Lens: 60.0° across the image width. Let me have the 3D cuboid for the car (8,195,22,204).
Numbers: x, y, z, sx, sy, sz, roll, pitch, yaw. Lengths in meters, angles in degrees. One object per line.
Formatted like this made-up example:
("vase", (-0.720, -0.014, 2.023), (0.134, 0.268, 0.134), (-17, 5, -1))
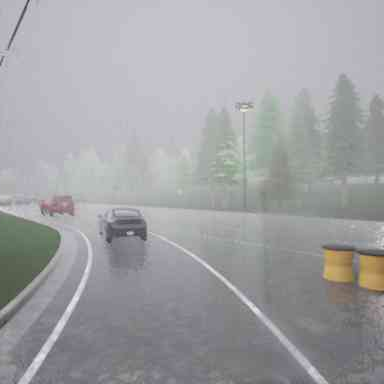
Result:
("car", (-38.574, 1.571, 72.421), (2.097, 1.767, 4.553), (0, 0, -37))

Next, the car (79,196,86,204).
("car", (-24.179, 1.556, 70.678), (2.097, 1.767, 4.553), (0, 0, -37))

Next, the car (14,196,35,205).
("car", (-32.594, 1.786, 64.400), (2.128, 1.511, 4.902), (0, 0, -37))

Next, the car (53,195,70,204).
("car", (-26.985, 1.573, 68.586), (2.097, 1.767, 4.553), (0, 0, -37))

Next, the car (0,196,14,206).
("car", (-35.150, 1.830, 61.974), (1.994, 1.385, 4.181), (0, 0, -37))

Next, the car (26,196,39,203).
("car", (-35.785, 1.698, 74.536), (1.837, 1.490, 4.892), (0, 0, -37))

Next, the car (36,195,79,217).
("car", (-13.319, 1.332, 32.803), (2.150, 2.045, 5.566), (0, 0, -36))

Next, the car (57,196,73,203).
("car", (-29.924, 1.701, 78.386), (2.033, 1.411, 5.357), (0, 0, -37))

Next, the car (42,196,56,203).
("car", (-32.979, 1.658, 76.628), (1.882, 1.535, 5.008), (0, 0, -37))

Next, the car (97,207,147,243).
("car", (-3.534, 1.540, 16.670), (1.837, 1.490, 4.892), (0, 0, -21))
